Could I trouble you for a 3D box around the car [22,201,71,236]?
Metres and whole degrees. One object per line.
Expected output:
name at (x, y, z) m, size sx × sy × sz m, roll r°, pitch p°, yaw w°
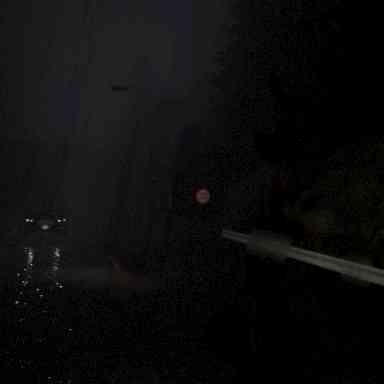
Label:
car at (-7.145, 1.197, 16.447) m, size 2.128 × 1.511 × 4.902 m, roll 2°, pitch 0°, yaw -22°
